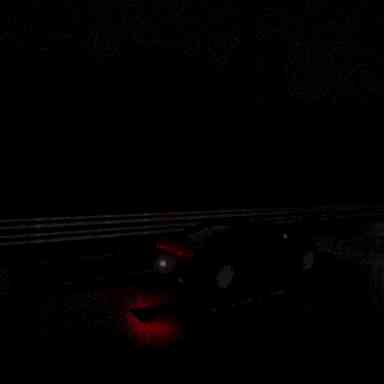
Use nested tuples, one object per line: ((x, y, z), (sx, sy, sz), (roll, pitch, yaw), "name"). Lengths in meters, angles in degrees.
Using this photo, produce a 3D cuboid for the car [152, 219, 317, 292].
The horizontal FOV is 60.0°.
((1.351, 1.475, 9.015), (5.008, 1.535, 1.882), (0, 0, -35), "car")
